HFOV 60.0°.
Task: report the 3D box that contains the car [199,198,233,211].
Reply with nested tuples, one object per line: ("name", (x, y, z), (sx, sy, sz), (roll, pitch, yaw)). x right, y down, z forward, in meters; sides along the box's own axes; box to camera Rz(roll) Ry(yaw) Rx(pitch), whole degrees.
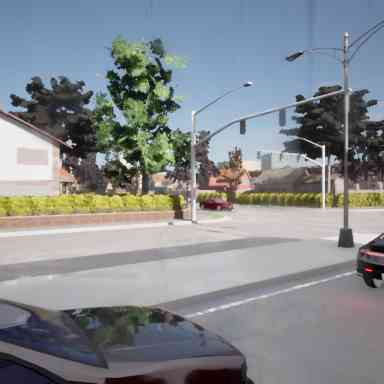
("car", (2.896, 1.475, 40.265), (1.882, 1.535, 5.008), (0, 0, -36))

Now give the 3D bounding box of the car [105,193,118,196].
("car", (-15.485, 1.216, 65.654), (2.150, 2.045, 5.566), (0, 0, -36))

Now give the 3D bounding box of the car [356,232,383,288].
("car", (5.897, 1.491, 7.997), (4.902, 1.511, 2.128), (0, 0, -35))

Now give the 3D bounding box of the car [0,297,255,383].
("car", (-2.019, 1.547, 2.308), (5.357, 1.411, 2.033), (0, 0, -35))

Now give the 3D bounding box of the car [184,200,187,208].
("car", (-2.518, 1.350, 47.708), (2.097, 1.767, 4.553), (0, 0, -36))
